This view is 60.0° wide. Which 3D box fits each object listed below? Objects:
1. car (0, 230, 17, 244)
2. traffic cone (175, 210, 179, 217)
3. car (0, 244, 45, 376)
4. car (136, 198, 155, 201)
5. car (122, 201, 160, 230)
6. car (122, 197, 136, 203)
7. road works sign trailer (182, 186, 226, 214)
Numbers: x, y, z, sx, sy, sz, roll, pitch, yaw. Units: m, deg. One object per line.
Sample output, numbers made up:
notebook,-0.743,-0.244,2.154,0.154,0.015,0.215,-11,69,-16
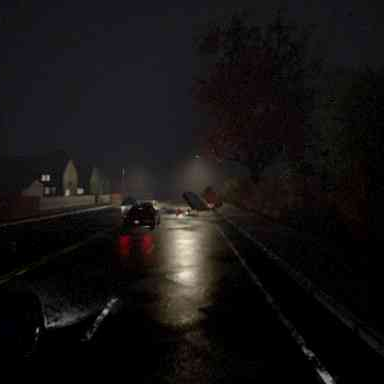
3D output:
car,-6.591,1.545,8.457,2.033,1.411,5.357,0,0,0
traffic cone,-1.348,1.936,30.302,0.340,0.580,0.340,0,0,0
car,-3.146,1.564,3.199,1.994,1.385,4.181,0,0,0
car,-6.529,1.560,49.335,1.895,1.301,4.718,0,0,0
car,-3.126,1.514,21.123,1.812,1.442,4.674,0,0,0
car,-9.758,1.480,52.271,1.812,1.442,4.674,0,0,0
road works sign trailer,0.745,1.063,31.430,3.560,2.880,2.380,5,39,-50
